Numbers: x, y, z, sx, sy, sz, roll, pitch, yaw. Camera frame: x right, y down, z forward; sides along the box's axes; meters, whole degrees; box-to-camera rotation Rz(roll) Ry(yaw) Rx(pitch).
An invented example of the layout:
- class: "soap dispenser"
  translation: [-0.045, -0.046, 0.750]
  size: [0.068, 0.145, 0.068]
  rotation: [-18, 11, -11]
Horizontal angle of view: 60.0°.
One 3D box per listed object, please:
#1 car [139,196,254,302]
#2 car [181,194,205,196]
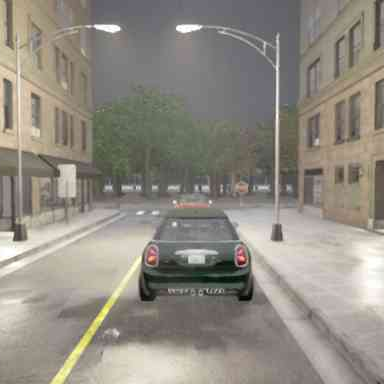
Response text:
- class: "car"
  translation: [0.074, 1.129, 7.889]
  size: [2.097, 1.767, 4.553]
  rotation: [0, 2, 0]
- class: "car"
  translation: [0.036, 0.860, 17.652]
  size: [2.097, 1.767, 4.553]
  rotation: [0, 2, 0]
